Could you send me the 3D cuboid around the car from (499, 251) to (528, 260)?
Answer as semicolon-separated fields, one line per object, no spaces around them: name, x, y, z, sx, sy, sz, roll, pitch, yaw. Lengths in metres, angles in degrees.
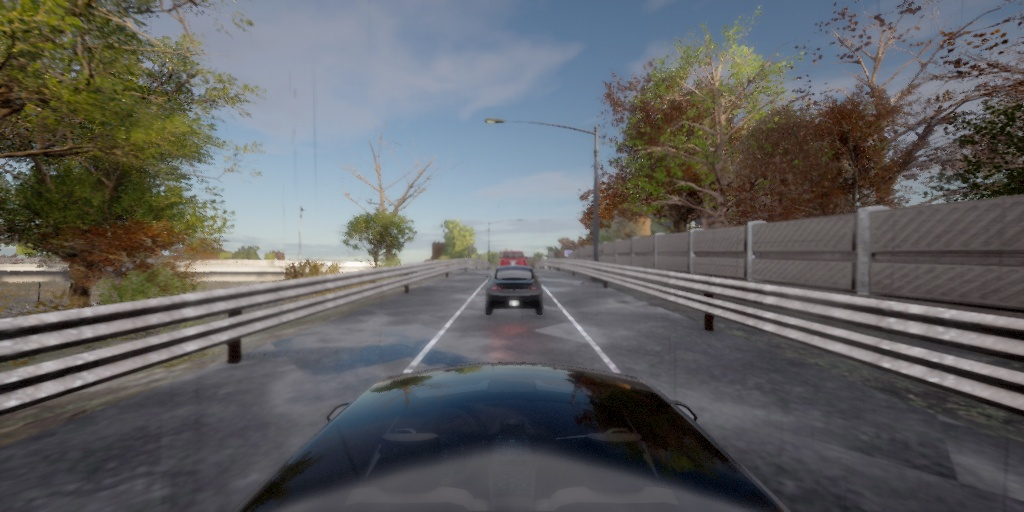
car;0.122;0.612;29.453;2.150;2.045;5.566;0;0;1

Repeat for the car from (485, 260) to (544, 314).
car;0.079;1.086;12.913;1.837;1.490;4.892;0;1;0
